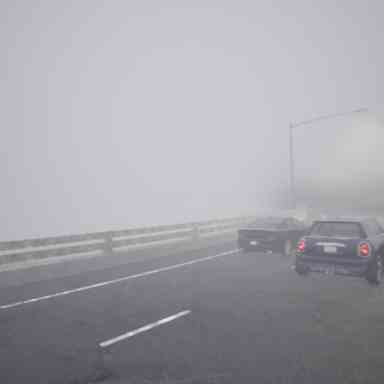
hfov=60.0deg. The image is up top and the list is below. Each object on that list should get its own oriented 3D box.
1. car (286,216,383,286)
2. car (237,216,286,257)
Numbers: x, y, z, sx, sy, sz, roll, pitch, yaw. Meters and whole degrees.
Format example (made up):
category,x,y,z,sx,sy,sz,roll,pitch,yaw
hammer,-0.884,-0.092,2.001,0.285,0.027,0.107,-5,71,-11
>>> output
category,x,y,z,sx,sy,sz,roll,pitch,yaw
car,4.931,1.515,10.272,2.097,1.767,4.553,-3,-2,39
car,3.814,1.788,14.530,1.882,1.535,5.008,-3,-2,37
